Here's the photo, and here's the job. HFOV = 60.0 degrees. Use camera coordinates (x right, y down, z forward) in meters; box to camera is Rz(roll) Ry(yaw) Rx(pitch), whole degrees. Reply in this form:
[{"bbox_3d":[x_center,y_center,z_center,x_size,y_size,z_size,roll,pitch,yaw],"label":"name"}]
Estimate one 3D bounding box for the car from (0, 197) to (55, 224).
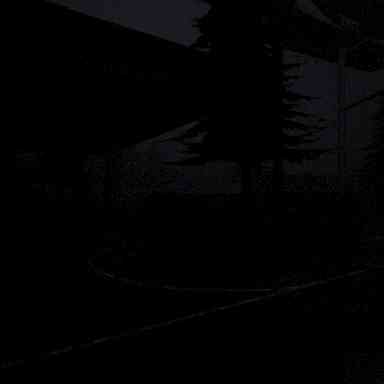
[{"bbox_3d":[-11.918,1.313,23.510,3.866,1.878,1.905,0,0,-36],"label":"car"}]
